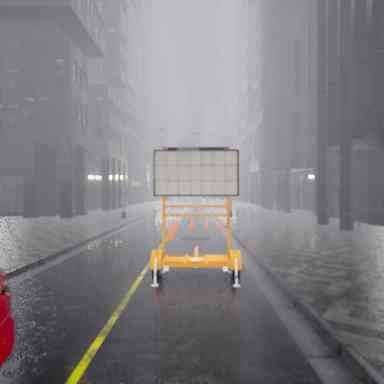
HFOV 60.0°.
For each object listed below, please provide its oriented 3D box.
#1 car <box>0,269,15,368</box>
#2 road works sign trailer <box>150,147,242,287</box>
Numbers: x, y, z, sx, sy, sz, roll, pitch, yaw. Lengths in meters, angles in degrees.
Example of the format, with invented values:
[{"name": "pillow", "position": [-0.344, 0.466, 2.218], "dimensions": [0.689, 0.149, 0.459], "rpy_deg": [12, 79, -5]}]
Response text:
[{"name": "car", "position": [-2.970, 1.234, 1.259], "dimensions": [2.150, 2.045, 5.566], "rpy_deg": [0, 0, 1]}, {"name": "road works sign trailer", "position": [0.125, 0.528, 9.517], "dimensions": [2.380, 3.560, 2.880], "rpy_deg": [0, 0, 2]}]
